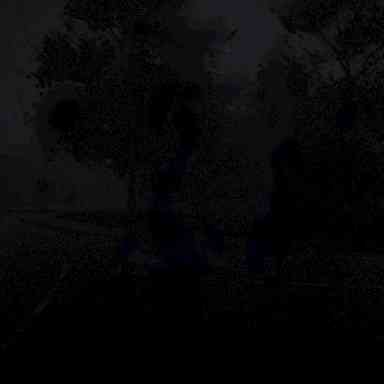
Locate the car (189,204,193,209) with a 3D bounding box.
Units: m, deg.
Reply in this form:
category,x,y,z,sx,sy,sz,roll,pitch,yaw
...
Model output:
category,x,y,z,sx,sy,sz,roll,pitch,yaw
car,0.768,3.831,93.113,2.435,2.045,5.566,1,-1,25
